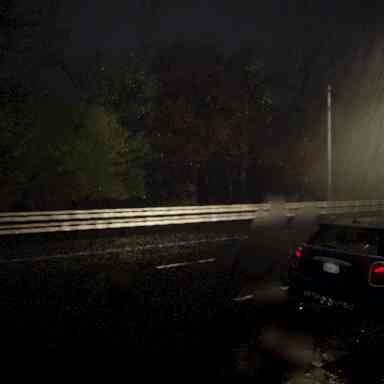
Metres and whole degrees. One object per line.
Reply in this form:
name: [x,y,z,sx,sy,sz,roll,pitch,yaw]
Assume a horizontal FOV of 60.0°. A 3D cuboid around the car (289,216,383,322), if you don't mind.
car: [4.163,1.301,6.820,4.553,1.767,2.097,-1,0,-33]
